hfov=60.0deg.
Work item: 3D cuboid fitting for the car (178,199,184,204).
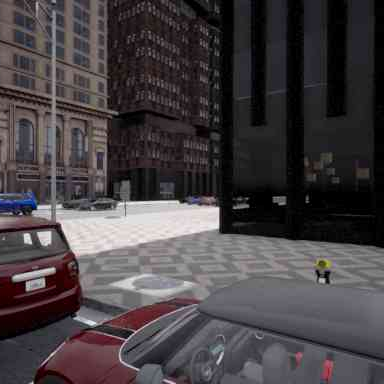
[{"bbox_3d":[-0.354,1.444,58.678,1.895,1.301,4.718,0,0,36],"label":"car"}]

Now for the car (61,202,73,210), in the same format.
[{"bbox_3d":[-13.393,1.505,40.456,1.895,1.301,4.718,0,0,35],"label":"car"}]

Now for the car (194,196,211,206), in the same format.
[{"bbox_3d":[2.809,1.445,51.807,1.994,1.385,4.181,0,0,37],"label":"car"}]

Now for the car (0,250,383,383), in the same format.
[{"bbox_3d":[0.540,1.440,2.572,4.097,1.590,1.967,0,0,35],"label":"car"}]

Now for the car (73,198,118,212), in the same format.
[{"bbox_3d":[-10.826,1.424,38.457,1.837,1.490,4.892,0,0,35],"label":"car"}]

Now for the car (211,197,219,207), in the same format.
[{"bbox_3d":[5.222,1.400,49.587,1.837,1.490,4.892,0,0,36],"label":"car"}]

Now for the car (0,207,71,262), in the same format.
[{"bbox_3d":[-4.030,1.314,5.812,5.009,1.841,2.192,0,0,35],"label":"car"}]

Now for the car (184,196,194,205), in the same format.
[{"bbox_3d":[1.135,1.387,55.191,1.812,1.442,4.674,0,0,36],"label":"car"}]

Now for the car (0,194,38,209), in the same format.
[{"bbox_3d":[-16.853,1.167,29.986,2.150,2.045,5.566,0,0,34],"label":"car"}]
